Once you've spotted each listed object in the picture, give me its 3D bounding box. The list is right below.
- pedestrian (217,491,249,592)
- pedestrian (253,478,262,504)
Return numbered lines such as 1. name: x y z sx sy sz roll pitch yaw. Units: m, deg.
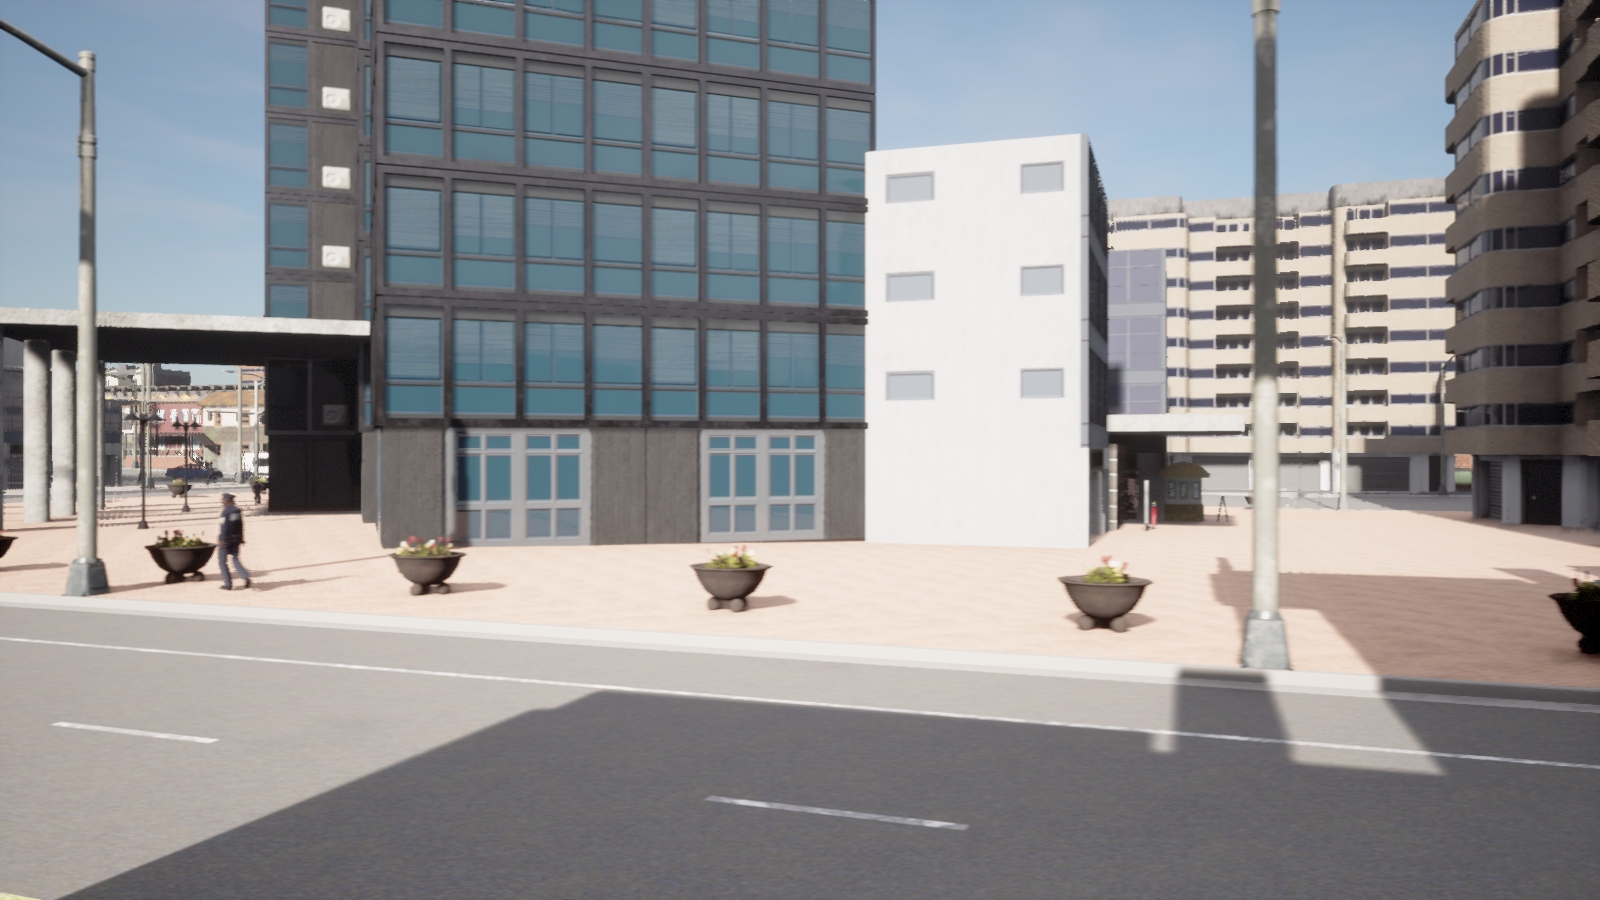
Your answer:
1. pedestrian: -10.565 1.695 21.303 0.375 1.860 0.375 0 0 21
2. pedestrian: -27.048 2.049 56.972 0.375 1.300 0.375 0 0 -22
